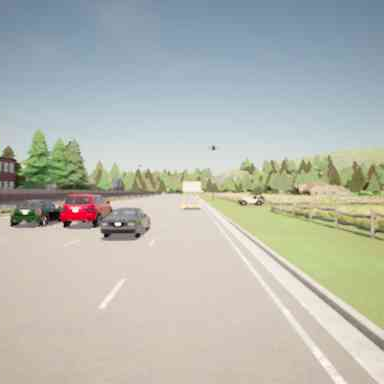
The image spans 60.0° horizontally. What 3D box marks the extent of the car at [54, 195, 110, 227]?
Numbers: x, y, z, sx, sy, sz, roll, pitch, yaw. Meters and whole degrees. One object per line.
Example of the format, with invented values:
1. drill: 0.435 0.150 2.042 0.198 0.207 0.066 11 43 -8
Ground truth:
1. car: -6.907 1.187 22.388 2.150 2.045 5.566 0 0 0

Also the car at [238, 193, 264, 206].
1. car: 8.903 1.139 49.850 3.866 1.878 1.905 0 0 0

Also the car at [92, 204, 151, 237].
1. car: -3.405 1.520 17.771 2.033 1.411 5.357 0 0 0

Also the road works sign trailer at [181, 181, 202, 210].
1. road works sign trailer: -0.015 0.403 40.841 2.380 3.560 2.880 0 0 0

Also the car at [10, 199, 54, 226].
1. car: -10.407 1.316 22.863 2.097 1.767 4.553 0 0 0
